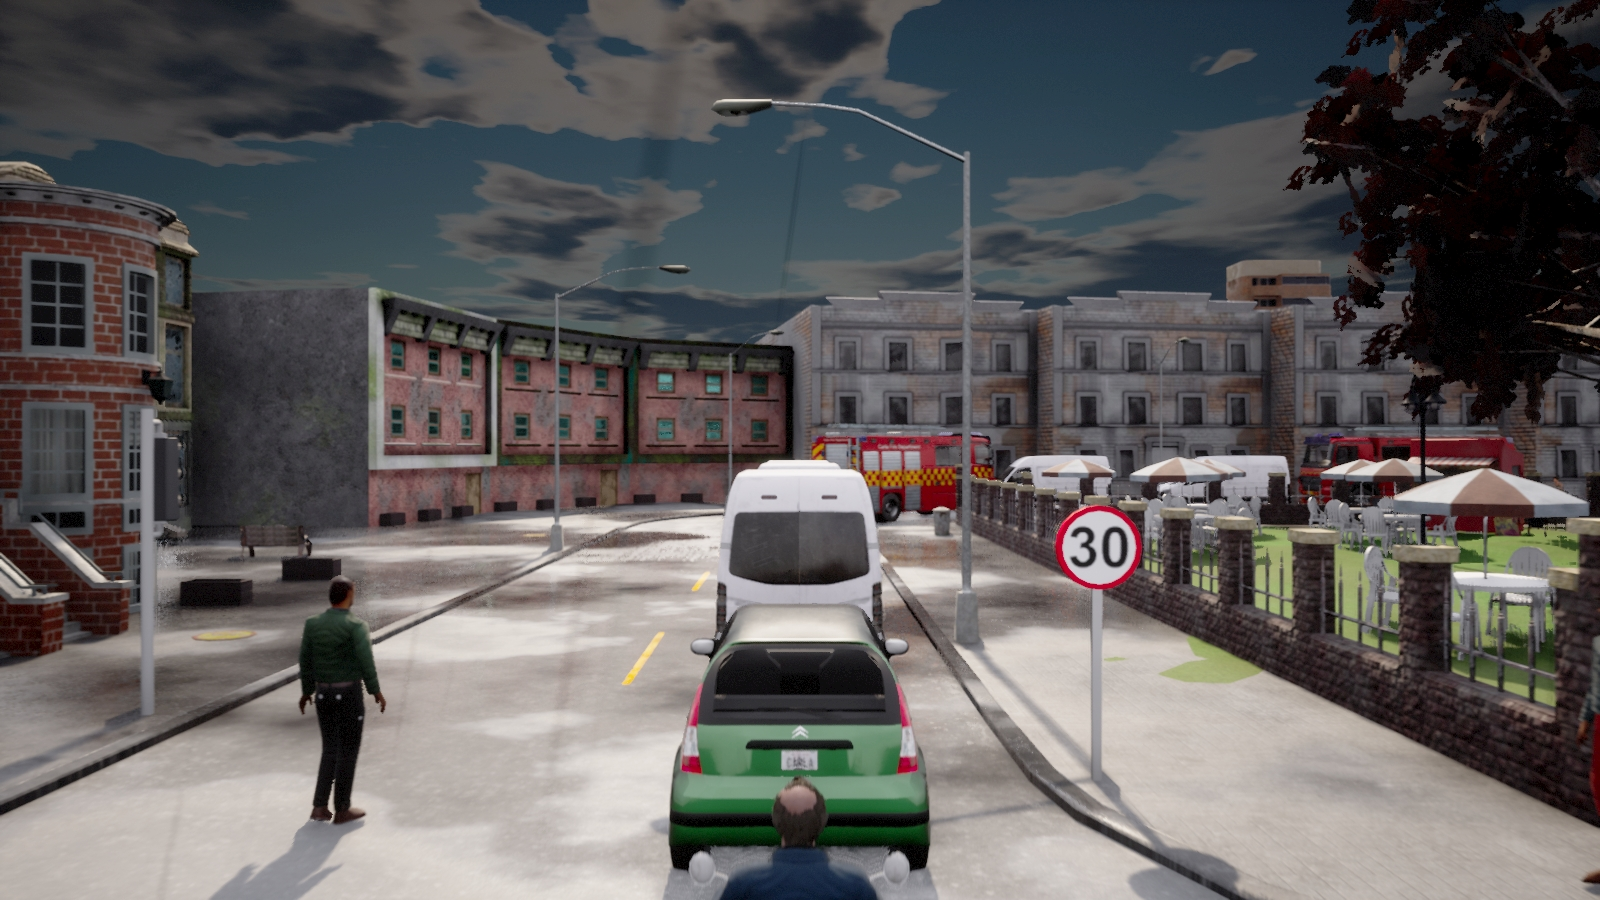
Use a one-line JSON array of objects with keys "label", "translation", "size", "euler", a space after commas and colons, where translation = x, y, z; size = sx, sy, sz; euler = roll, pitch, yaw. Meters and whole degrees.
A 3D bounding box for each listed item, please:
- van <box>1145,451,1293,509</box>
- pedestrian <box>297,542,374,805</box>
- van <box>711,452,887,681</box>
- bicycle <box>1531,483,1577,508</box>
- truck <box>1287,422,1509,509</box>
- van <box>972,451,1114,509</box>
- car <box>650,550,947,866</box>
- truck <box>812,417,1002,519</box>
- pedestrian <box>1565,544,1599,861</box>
[{"label": "van", "translation": [18.694, 1.314, 51.143], "size": [5.915, 2.561, 1.988], "euler": [0, 0, 0]}, {"label": "pedestrian", "translation": [-3.435, 1.629, 8.459], "size": [0.375, 1.860, 0.375], "euler": [0, 0, 17]}, {"label": "van", "translation": [-0.013, 1.315, 15.810], "size": [1.988, 2.561, 5.915], "euler": [0, 0, 0]}, {"label": "bicycle", "translation": [33.725, 2.036, 51.100], "size": [1.487, 1.080, 0.859], "euler": [0, 0, 0]}, {"label": "truck", "translation": [26.777, 0.670, 51.398], "size": [8.468, 3.827, 2.891], "euler": [0, 0, 0]}, {"label": "van", "translation": [10.807, 1.314, 51.127], "size": [5.915, 2.561, 1.988], "euler": [0, 0, 0]}, {"label": "car", "translation": [-0.008, 1.779, 9.109], "size": [1.851, 1.617, 3.988], "euler": [0, 0, 0]}, {"label": "truck", "translation": [4.537, 0.672, 46.948], "size": [8.468, 3.827, 2.891], "euler": [0, 0, -43]}, {"label": "pedestrian", "translation": [4.948, 1.517, 6.924], "size": [0.375, 1.860, 0.375], "euler": [0, 0, 1]}]
